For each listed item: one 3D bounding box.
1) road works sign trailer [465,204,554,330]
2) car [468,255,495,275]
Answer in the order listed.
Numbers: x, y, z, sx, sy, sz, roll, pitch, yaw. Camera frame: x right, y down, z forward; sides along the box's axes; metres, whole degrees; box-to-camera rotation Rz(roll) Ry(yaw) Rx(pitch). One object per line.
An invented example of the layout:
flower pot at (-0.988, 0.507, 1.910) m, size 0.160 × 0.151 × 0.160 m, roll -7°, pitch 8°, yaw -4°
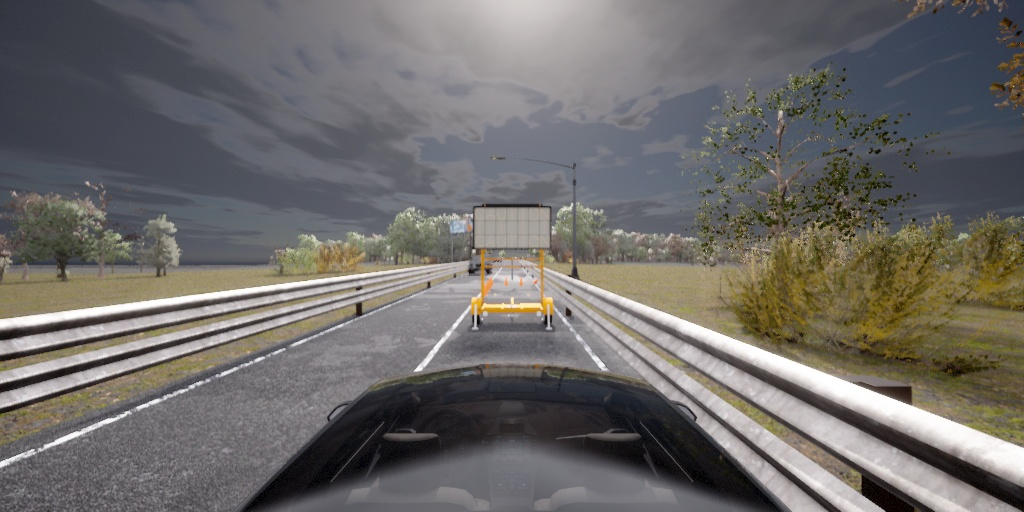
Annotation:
road works sign trailer at (0.010, 0.206, 11.110) m, size 2.380 × 3.560 × 2.880 m, roll 0°, pitch 0°, yaw 0°
car at (-3.352, 0.939, 38.501) m, size 2.150 × 2.045 × 5.566 m, roll 0°, pitch 0°, yaw 0°
